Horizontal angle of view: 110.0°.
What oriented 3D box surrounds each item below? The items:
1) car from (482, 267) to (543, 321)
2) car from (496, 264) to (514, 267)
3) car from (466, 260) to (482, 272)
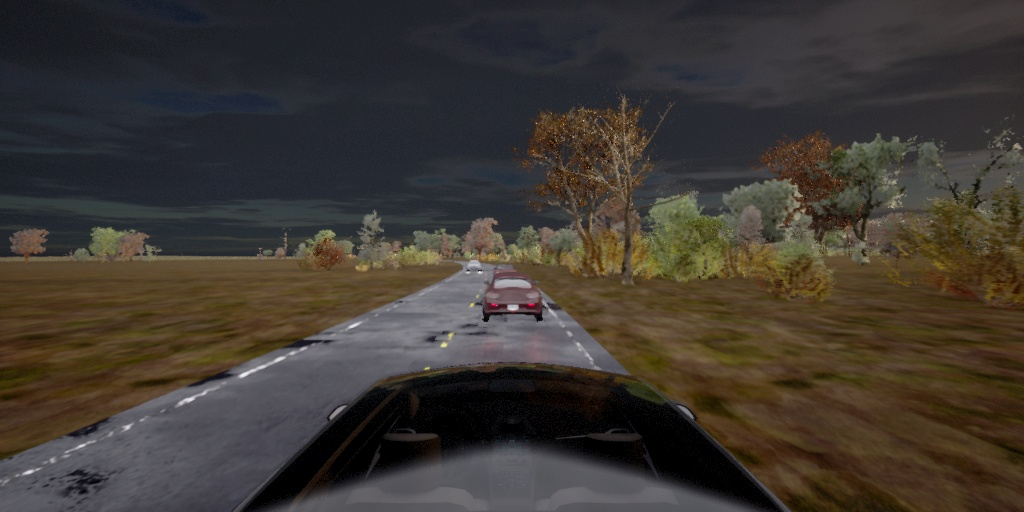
[{"bbox_3d":[-0.010,1.276,12.347,1.812,1.442,4.674,0,0,-1],"label":"car"},{"bbox_3d":[-0.641,1.357,30.157,1.895,1.301,4.718,0,0,-3],"label":"car"},{"bbox_3d":[-5.009,1.296,47.715,1.812,1.442,4.674,0,0,-5],"label":"car"}]
